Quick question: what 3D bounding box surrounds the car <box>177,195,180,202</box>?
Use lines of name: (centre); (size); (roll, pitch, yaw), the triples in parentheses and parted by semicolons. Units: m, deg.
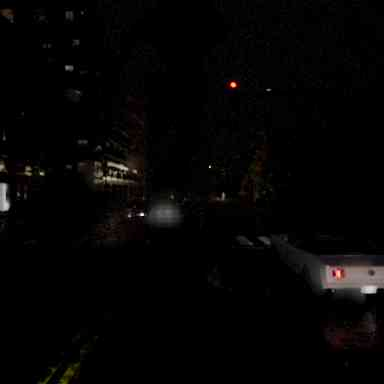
car: (-3.252, 1.174, 63.208); (2.033, 1.411, 5.357); (0, 0, 0)

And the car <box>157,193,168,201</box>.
car: (-6.496, 1.051, 72.942); (1.882, 1.535, 5.008); (0, 0, 0)

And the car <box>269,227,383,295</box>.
car: (3.348, 1.547, 8.507); (1.895, 1.301, 4.718); (0, 0, 0)

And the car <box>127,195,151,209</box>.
car: (-6.589, 1.353, 40.577); (1.895, 1.301, 4.718); (0, 0, 0)

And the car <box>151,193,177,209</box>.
car: (-3.335, 1.242, 41.006); (2.128, 1.511, 4.902); (0, 0, 0)
